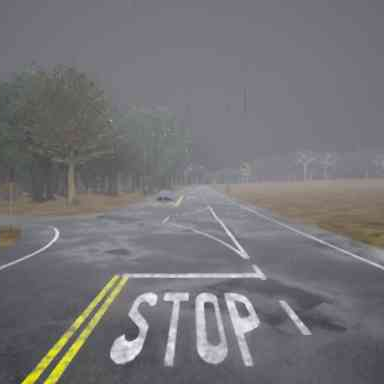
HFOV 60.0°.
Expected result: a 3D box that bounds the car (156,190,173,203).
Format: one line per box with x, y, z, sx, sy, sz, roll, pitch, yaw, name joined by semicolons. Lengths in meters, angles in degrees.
-3.461;0.499;42.838;1.882;1.535;5.008;0;2;0;car
